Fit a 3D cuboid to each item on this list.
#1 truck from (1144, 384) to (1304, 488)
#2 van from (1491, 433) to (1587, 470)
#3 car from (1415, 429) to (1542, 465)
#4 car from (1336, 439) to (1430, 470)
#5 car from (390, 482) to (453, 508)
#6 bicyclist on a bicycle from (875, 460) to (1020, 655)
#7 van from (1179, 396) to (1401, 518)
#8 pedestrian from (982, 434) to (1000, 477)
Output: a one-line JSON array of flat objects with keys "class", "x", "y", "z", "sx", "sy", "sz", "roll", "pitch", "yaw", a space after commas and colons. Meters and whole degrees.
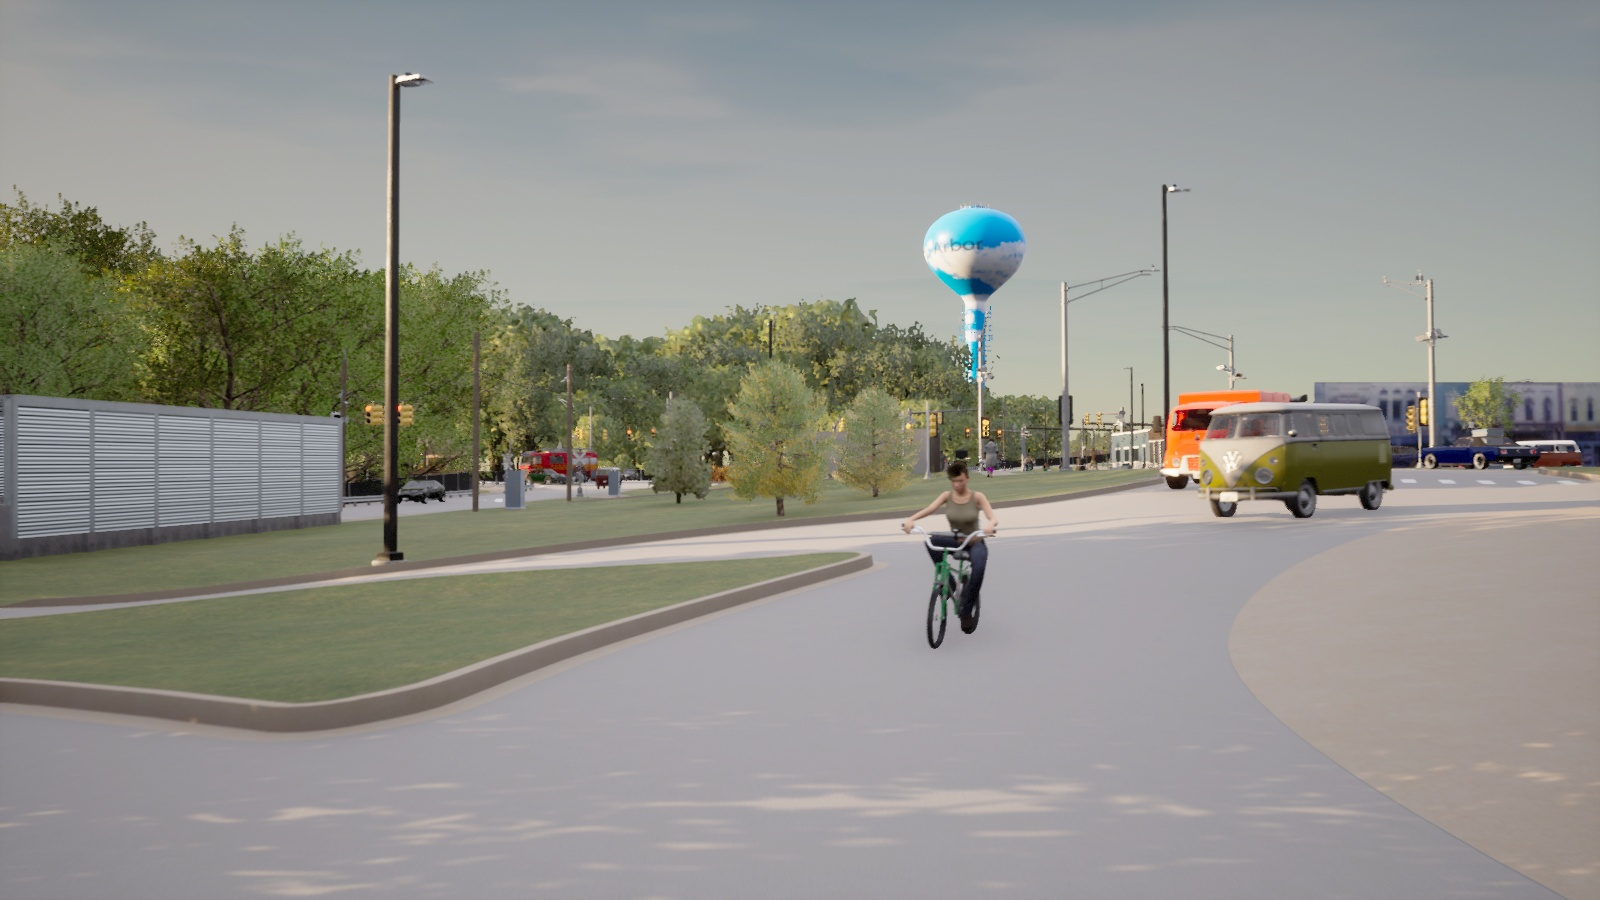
[{"class": "truck", "x": 11.183, "y": -0.377, "z": 32.869, "sx": 2.627, "sy": 2.467, "sz": 5.204, "roll": -2, "pitch": 1, "yaw": 34}, {"class": "van", "x": 43.836, "y": 0.108, "z": 74.549, "sx": 4.480, "sy": 2.038, "sz": 2.069, "roll": -1, "pitch": -2, "yaw": -1}, {"class": "car", "x": 26.261, "y": -0.090, "z": 48.787, "sx": 1.895, "sy": 1.301, "sz": 4.718, "roll": 0, "pitch": 0, "yaw": -8}, {"class": "car", "x": 34.560, "y": 0.271, "z": 74.484, "sx": 4.553, "sy": 1.767, "sz": 2.097, "roll": 0, "pitch": -2, "yaw": 2}, {"class": "car", "x": -23.976, "y": 2.822, "z": 79.675, "sx": 2.163, "sy": 1.488, "sz": 4.792, "roll": -1, "pitch": 0, "yaw": 5}, {"class": "bicyclist on a bicycle", "x": 1.357, "y": 0.902, "z": 11.331, "sx": 0.866, "sy": 1.612, "sz": 1.509, "roll": 1, "pitch": 0, "yaw": 24}, {"class": "van", "x": 8.856, "y": 0.087, "z": 22.509, "sx": 4.442, "sy": 1.987, "sz": 1.775, "roll": -2, "pitch": -1, "yaw": -41}, {"class": "pedestrian", "x": 8.775, "y": 0.255, "z": 57.754, "sx": 0.659, "sy": 1.952, "sz": 0.873, "roll": -1, "pitch": -2, "yaw": 17}]
